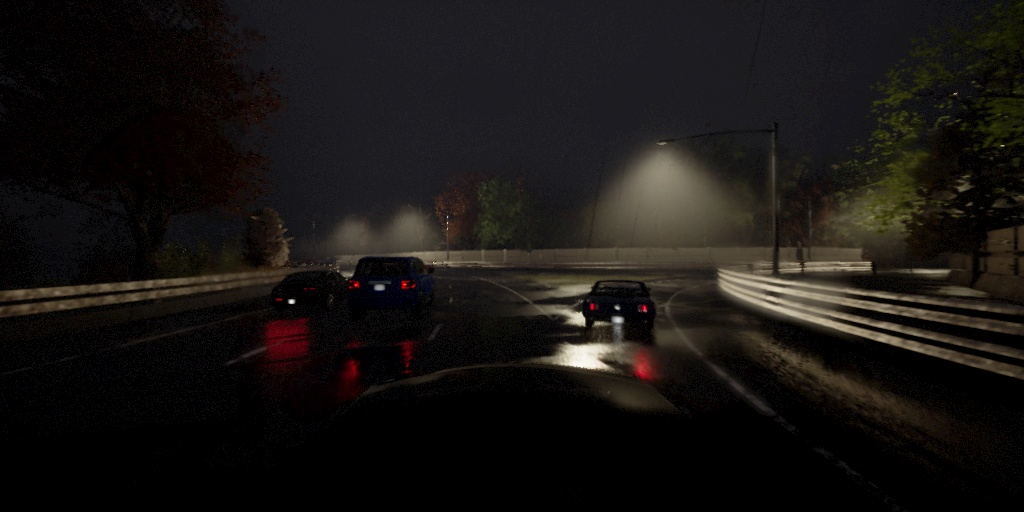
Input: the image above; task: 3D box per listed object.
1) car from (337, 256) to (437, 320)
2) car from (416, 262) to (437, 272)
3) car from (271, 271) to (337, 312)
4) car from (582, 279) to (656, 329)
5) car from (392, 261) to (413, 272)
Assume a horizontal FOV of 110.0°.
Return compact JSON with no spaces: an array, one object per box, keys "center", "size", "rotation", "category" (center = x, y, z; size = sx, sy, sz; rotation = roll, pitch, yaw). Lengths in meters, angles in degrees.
[{"center":[-4.169,1.030,13.162],"size":[2.150,2.045,5.566],"rotation":[0,0,-6],"category":"car"},{"center":[-12.849,1.586,53.629],"size":[1.895,1.301,4.718],"rotation":[0,0,-30],"category":"car"},{"center":[-7.927,1.337,14.828],"size":[1.837,1.490,4.892],"rotation":[0,0,-7],"category":"car"},{"center":[3.436,1.367,11.405],"size":[1.895,1.301,4.718],"rotation":[0,0,18],"category":"car"},{"center":[-15.934,1.472,51.977],"size":[1.882,1.535,5.008],"rotation":[0,0,-30],"category":"car"}]
